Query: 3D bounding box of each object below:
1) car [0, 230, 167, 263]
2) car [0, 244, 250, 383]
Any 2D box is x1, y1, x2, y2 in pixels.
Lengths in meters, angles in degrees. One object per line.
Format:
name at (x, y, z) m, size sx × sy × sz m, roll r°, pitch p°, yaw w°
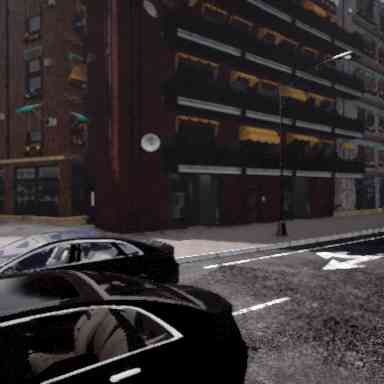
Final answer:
car at (-2.510, 1.493, 5.919) m, size 4.902 × 1.511 × 2.128 m, roll 0°, pitch 0°, yaw -36°
car at (-1.717, 1.506, 2.487) m, size 4.892 × 1.490 × 1.837 m, roll 0°, pitch 0°, yaw -36°
